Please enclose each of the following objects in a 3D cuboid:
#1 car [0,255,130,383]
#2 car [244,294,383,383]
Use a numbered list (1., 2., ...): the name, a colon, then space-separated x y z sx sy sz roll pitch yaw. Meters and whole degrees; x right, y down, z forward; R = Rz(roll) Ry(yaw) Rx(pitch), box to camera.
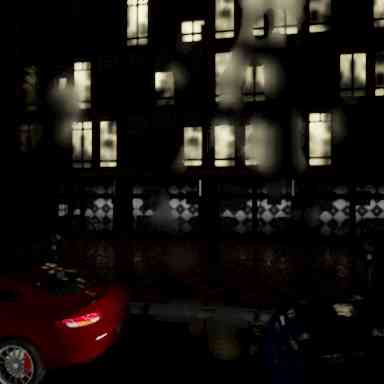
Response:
1. car: -2.970 1.581 4.643 4.206 1.307 1.802 0 0 9
2. car: 3.064 1.225 1.829 5.566 2.045 2.150 0 0 9
